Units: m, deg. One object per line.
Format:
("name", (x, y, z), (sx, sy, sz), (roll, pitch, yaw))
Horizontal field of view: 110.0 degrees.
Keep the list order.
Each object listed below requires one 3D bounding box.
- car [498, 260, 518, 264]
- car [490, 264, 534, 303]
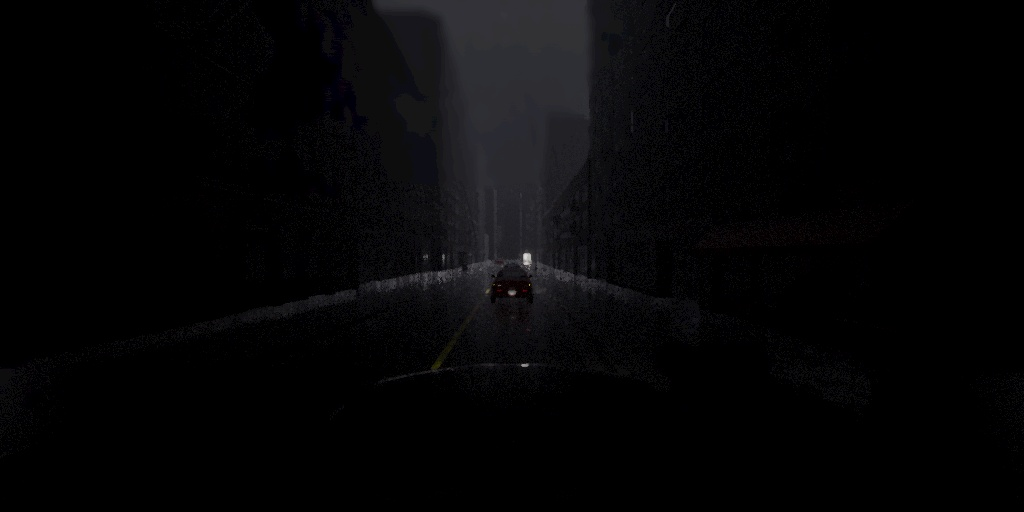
("car", (0.000, 1.317, 31.501), (1.994, 1.385, 4.181), (0, 0, 0))
("car", (0.000, 1.282, 16.501), (1.812, 1.442, 4.674), (0, 0, 0))
